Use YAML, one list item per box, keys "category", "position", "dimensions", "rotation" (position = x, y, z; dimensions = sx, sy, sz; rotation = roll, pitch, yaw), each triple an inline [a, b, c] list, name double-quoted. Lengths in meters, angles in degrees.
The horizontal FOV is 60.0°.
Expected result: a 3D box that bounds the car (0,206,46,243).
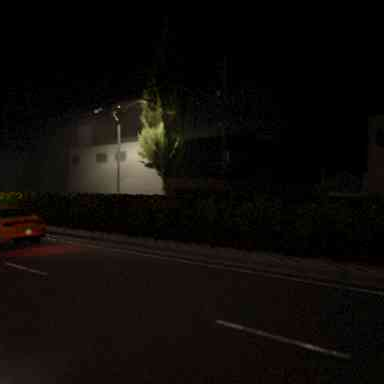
- category: "car"
  position: [-8.211, 1.325, 14.092]
  dimensions: [5.008, 1.535, 1.882]
  rotation: [1, 1, 36]
